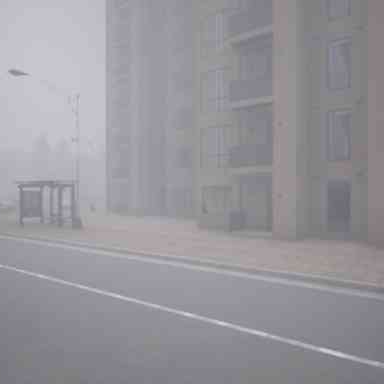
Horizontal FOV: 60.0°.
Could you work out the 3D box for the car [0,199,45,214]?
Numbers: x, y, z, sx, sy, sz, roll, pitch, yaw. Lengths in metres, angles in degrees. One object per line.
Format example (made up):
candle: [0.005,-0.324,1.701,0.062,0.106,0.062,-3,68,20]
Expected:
car: [-17.456,1.422,33.948,1.812,1.442,4.674,0,0,35]
